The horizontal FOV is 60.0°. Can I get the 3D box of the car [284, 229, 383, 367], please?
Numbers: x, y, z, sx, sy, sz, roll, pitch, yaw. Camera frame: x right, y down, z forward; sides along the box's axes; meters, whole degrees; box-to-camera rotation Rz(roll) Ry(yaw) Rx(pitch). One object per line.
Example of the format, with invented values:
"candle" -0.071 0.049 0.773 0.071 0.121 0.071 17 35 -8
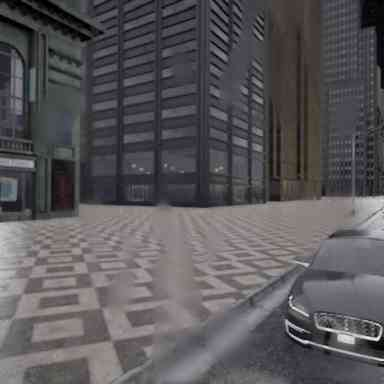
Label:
"car" 3.149 1.507 6.020 1.837 1.490 4.892 0 0 33
